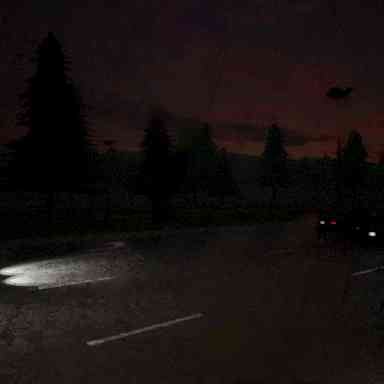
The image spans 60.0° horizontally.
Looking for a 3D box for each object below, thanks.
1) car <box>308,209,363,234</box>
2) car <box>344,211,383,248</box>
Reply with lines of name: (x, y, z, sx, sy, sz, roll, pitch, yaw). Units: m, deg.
car: (8.760, 1.639, 18.590, 5.357, 1.411, 2.033, 0, 0, -35)
car: (8.744, 1.643, 14.280, 4.181, 1.385, 1.994, 0, 0, -35)
